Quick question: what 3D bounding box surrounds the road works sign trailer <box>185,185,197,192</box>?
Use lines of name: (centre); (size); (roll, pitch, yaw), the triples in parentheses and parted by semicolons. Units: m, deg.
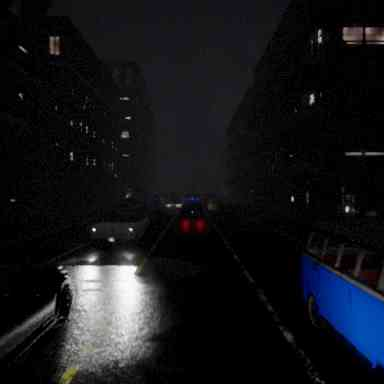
road works sign trailer: (-0.133, 0.366, 66.076); (2.380, 3.560, 2.880); (-1, 1, 0)

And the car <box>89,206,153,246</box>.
car: (-3.115, 1.548, 15.140); (1.895, 1.301, 4.718); (0, 0, 0)

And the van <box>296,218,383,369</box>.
van: (2.673, 1.325, 4.249); (1.690, 1.788, 3.998); (-1, 0, 0)

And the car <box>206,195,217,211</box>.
car: (2.618, 1.390, 38.032); (1.752, 1.417, 4.829); (-1, 0, 0)

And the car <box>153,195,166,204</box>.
car: (-5.806, 1.341, 60.285); (2.008, 1.369, 4.403); (-1, 0, 0)

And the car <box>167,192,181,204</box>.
car: (-3.145, 1.017, 58.266); (2.150, 2.045, 5.566); (0, 0, 0)

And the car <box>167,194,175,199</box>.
car: (-5.855, 1.226, 93.897); (2.008, 1.369, 4.403); (-1, 0, 0)

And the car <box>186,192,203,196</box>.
car: (0.027, 1.062, 45.403); (2.150, 2.045, 5.566); (0, 0, 0)

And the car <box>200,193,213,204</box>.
car: (2.578, 1.102, 60.270); (2.192, 1.841, 5.009); (-1, 0, 0)

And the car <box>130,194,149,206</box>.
car: (-5.720, 1.328, 32.274); (1.967, 1.590, 4.097); (-1, 0, 0)

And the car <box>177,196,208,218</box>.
car: (0.053, 1.388, 29.189); (2.128, 1.511, 4.902); (0, 0, 0)

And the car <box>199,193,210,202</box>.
car: (2.559, 1.064, 71.474); (2.192, 1.841, 5.009); (-1, 0, 0)

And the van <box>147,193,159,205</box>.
van: (-5.741, 1.189, 43.478); (1.690, 1.788, 3.998); (-1, 0, 0)

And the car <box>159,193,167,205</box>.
car: (-5.783, 1.124, 54.682); (2.192, 1.841, 5.009); (-1, 0, 0)

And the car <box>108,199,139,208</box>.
car: (-5.709, 1.489, 26.673); (1.802, 1.307, 4.206); (-1, 0, 0)

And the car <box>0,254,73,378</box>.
car: (-3.102, 1.550, 4.266); (1.994, 1.385, 4.181); (0, 0, 0)

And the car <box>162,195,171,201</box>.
car: (-5.827, 1.314, 77.091); (1.802, 1.307, 4.206); (-1, 0, 0)

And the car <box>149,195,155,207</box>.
car: (-5.728, 1.419, 37.877); (2.008, 1.369, 4.403); (-1, 0, 0)

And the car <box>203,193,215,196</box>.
car: (2.597, 1.141, 49.066); (2.192, 1.841, 5.009); (-1, 0, 0)

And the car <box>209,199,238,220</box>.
car: (2.638, 1.486, 26.658); (1.802, 1.307, 4.206); (-1, 0, 0)
